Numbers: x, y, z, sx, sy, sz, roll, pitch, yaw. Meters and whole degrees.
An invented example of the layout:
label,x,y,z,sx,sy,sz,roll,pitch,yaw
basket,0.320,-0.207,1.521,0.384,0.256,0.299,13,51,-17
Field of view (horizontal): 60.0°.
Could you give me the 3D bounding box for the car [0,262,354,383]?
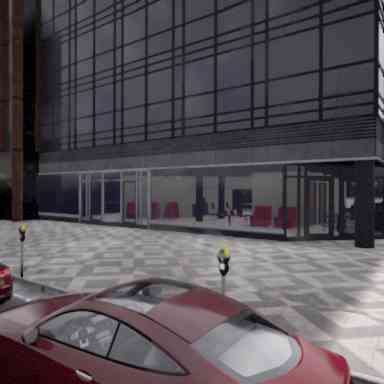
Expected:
label,x,y,z,sx,sy,sz,roll,pitch,yaw
car,-0.593,1.580,3.377,4.206,1.307,1.802,0,0,35
